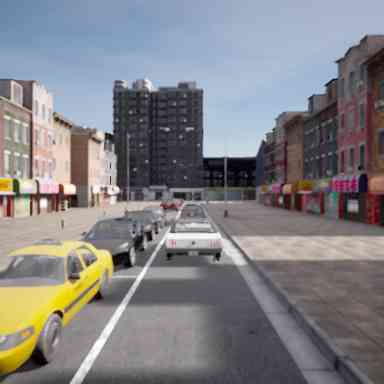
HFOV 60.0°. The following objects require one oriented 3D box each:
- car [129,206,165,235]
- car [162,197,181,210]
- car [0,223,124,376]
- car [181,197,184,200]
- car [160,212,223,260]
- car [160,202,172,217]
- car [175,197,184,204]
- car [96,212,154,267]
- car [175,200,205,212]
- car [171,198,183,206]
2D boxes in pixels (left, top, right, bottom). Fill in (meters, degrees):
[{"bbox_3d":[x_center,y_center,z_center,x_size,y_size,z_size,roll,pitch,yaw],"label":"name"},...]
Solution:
[{"bbox_3d":[-2.647,1.624,16.963,1.947,1.339,4.313,0,0,0],"label":"car"},{"bbox_3d":[-2.769,1.496,41.736,2.097,1.767,4.553,0,0,0],"label":"car"},{"bbox_3d":[-2.642,1.546,5.889,1.752,1.417,4.829,0,0,0],"label":"car"},{"bbox_3d":[-2.665,1.772,55.127,1.802,1.307,4.206,0,0,0],"label":"car"},{"bbox_3d":[0.054,1.644,12.652,1.895,1.301,4.718,0,0,0],"label":"car"},{"bbox_3d":[-2.650,1.628,22.415,2.008,1.369,4.403,0,0,0],"label":"car"},{"bbox_3d":[-2.673,1.812,71.484,1.947,1.339,4.313,0,0,0],"label":"car"},{"bbox_3d":[-2.644,1.605,11.510,1.947,1.339,4.313,0,0,0],"label":"car"},{"bbox_3d":[0.034,1.637,25.879,2.033,1.411,5.357,0,0,1],"label":"car"},{"bbox_3d":[-2.668,1.775,60.579,1.947,1.339,4.313,0,0,0],"label":"car"}]
